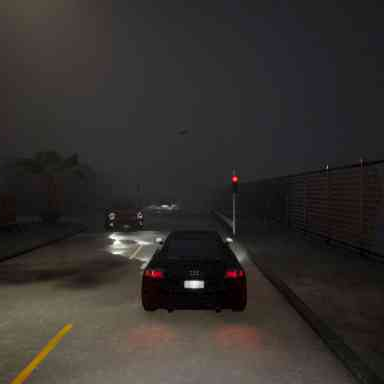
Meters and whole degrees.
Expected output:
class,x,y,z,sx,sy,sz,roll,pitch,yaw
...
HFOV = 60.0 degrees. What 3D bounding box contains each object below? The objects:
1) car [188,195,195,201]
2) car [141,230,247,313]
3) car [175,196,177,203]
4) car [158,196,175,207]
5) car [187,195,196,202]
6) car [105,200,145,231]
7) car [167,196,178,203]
class,x,y,z,sx,sy,sz,roll,pitch,yaw
car,-0.162,1.522,85.717,1.812,1.442,4.674,0,0,0
car,0.049,1.564,7.746,1.994,1.385,4.181,0,0,0
car,-4.179,1.490,61.045,2.128,1.511,4.902,0,0,0
car,-4.189,1.476,51.780,1.882,1.535,5.008,0,0,0
car,-0.141,1.522,75.476,1.812,1.442,4.674,0,0,0
car,-4.275,1.352,20.727,2.097,1.767,4.553,0,0,-17
car,-4.134,1.538,71.354,2.033,1.411,5.357,0,0,0
